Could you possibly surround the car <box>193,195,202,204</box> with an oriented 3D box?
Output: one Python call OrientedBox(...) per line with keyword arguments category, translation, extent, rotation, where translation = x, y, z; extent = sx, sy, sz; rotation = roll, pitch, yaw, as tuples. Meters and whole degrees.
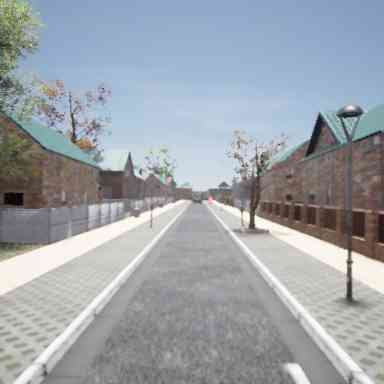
OrientedBox(category="car", translation=(1.309, 2.033, 82.866), extent=(2.097, 1.767, 4.553), rotation=(0, 0, 1))
